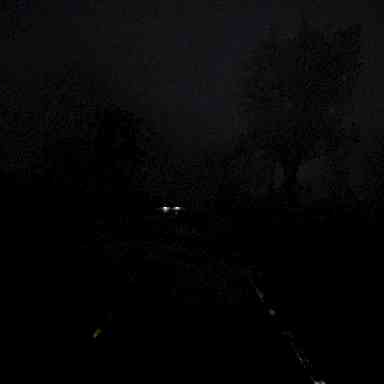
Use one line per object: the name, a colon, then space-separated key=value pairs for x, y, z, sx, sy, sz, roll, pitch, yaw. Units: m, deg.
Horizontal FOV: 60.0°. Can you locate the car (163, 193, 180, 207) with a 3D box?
car: x=-2.999 y=1.243 z=49.462 sx=2.150 sy=2.045 sz=5.566 roll=0 pitch=2 yaw=0
